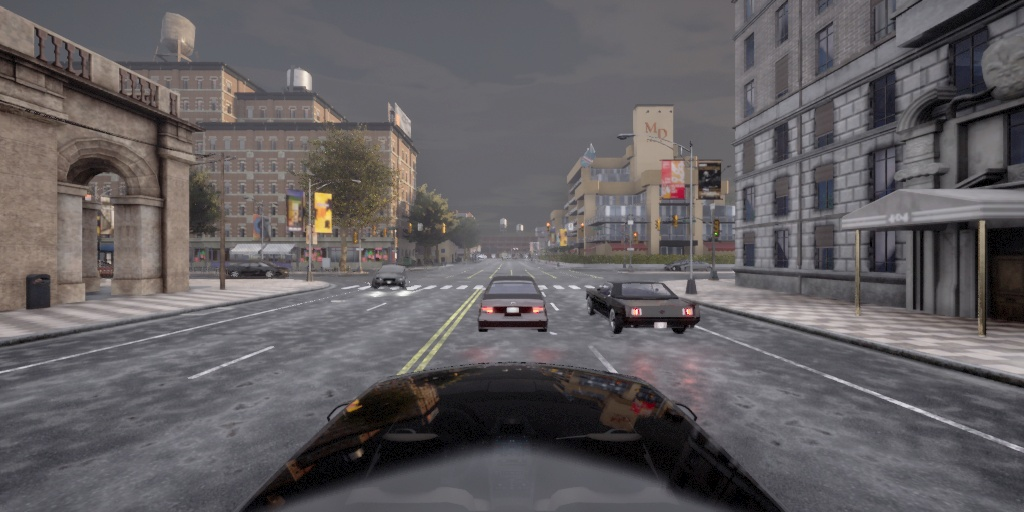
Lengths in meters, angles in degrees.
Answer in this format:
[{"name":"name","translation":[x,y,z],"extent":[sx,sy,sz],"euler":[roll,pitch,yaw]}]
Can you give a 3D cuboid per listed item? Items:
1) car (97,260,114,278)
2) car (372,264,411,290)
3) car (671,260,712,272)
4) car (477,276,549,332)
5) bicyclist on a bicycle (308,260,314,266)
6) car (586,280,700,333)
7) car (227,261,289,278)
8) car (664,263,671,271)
[{"name":"car","translation":[-38.555,1.276,32.916],"extent":[4.674,1.442,1.812],"euler":[0,0,0]},{"name":"car","translation":[-7.599,1.255,22.909],"extent":[1.837,1.490,4.892],"euler":[2,-1,-14]},{"name":"car","translation":[22.709,1.314,44.758],"extent":[4.181,1.385,1.994],"euler":[0,0,0]},{"name":"car","translation":[0.019,1.297,10.821],"extent":[2.033,1.411,5.357],"euler":[0,0,0]},{"name":"bicyclist on a bicycle","translation":[-31.369,1.050,55.916],"extent":[0.582,1.620,1.656],"euler":[0,0,0]},{"name":"car","translation":[3.520,1.351,10.703],"extent":[1.895,1.301,4.718],"euler":[0,0,0]},{"name":"car","translation":[-23.281,1.228,32.952],"extent":[5.008,1.535,1.882],"euler":[0,0,0]},{"name":"car","translation":[23.004,1.242,48.255],"extent":[4.902,1.511,2.128],"euler":[0,0,0]}]
